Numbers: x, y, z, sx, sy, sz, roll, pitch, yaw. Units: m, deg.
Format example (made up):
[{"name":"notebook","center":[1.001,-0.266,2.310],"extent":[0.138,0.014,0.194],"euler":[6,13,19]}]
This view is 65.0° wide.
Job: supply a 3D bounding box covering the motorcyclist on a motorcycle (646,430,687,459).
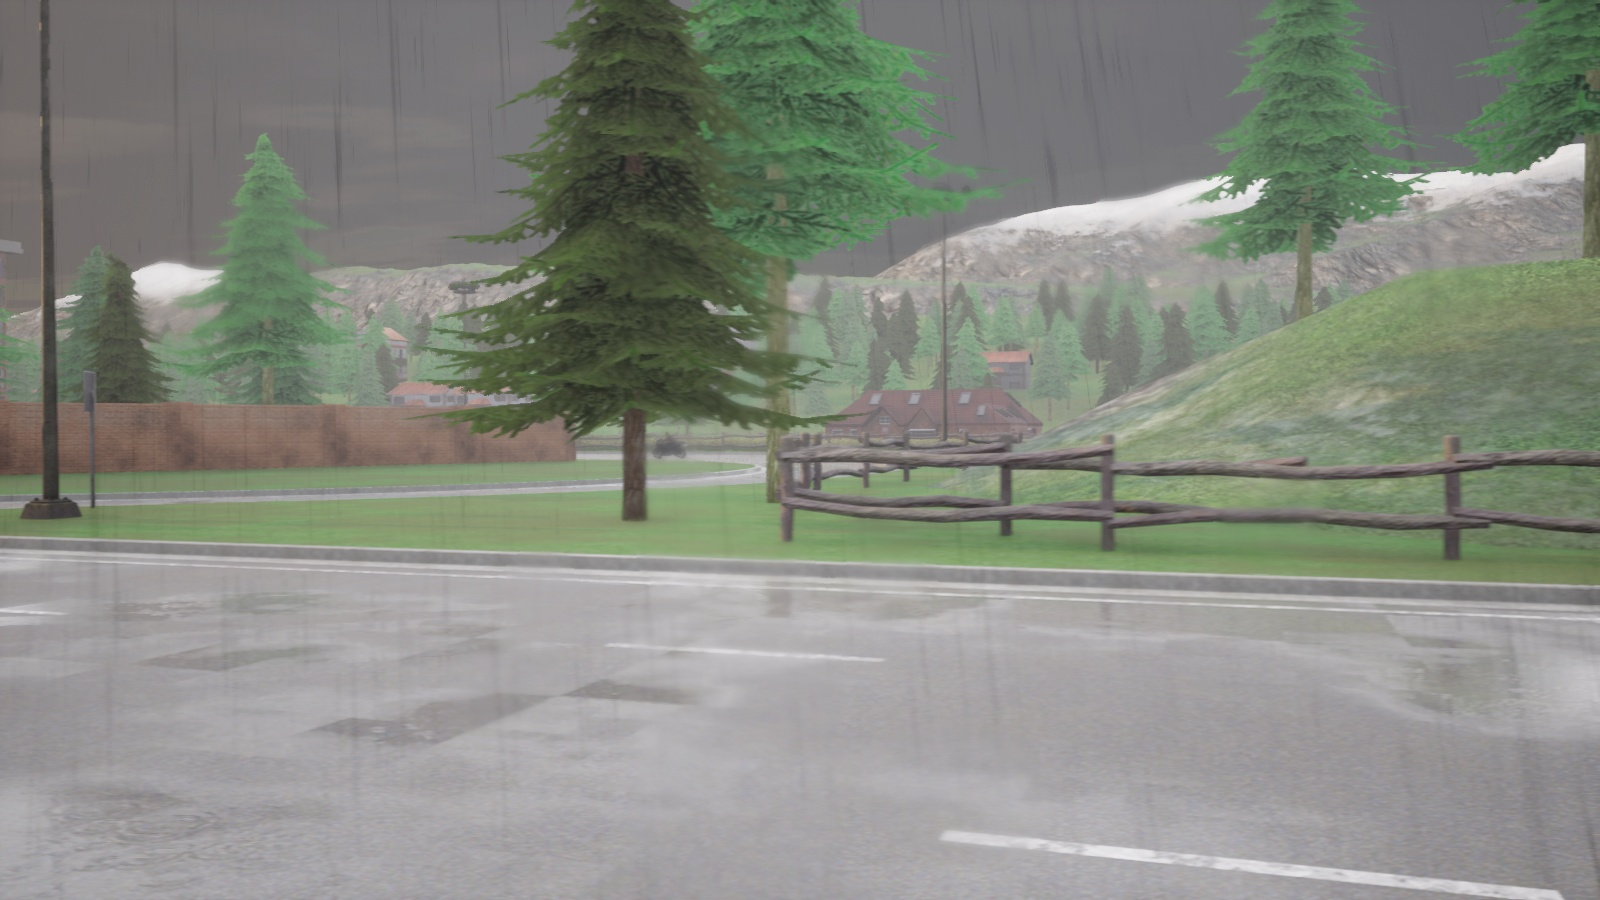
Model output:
[{"name":"motorcyclist on a motorcycle","center":[-7.240,-0.308,68.046],"extent":[2.044,1.523,0.797],"euler":[1,1,19]}]
